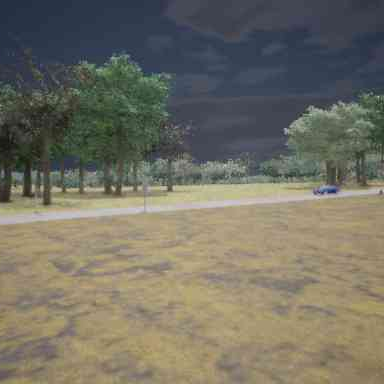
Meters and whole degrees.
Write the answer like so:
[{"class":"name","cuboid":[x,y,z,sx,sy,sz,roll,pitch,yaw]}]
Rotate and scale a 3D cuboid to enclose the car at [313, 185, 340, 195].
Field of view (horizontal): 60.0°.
[{"class":"car","cuboid":[20.412,-0.311,50.464,5.008,1.535,1.882,-3,2,-35]}]
